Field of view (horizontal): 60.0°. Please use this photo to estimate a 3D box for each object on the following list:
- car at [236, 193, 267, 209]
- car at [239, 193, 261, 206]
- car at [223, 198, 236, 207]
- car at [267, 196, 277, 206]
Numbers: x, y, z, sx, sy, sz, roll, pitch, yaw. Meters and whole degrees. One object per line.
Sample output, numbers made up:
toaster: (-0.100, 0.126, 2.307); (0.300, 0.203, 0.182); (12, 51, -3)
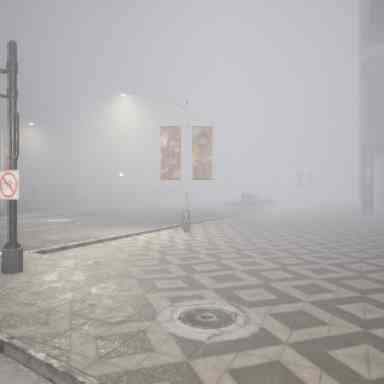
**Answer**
car: (8.270, 1.188, 45.801); (2.150, 2.045, 5.566); (0, 0, 27)
car: (9.888, 1.182, 56.582); (2.150, 2.045, 5.566); (0, 0, 26)
car: (6.221, 1.570, 49.020); (1.895, 1.301, 4.718); (0, 0, 27)
car: (12.794, 1.448, 55.126); (2.128, 1.511, 4.902); (0, 0, 26)
